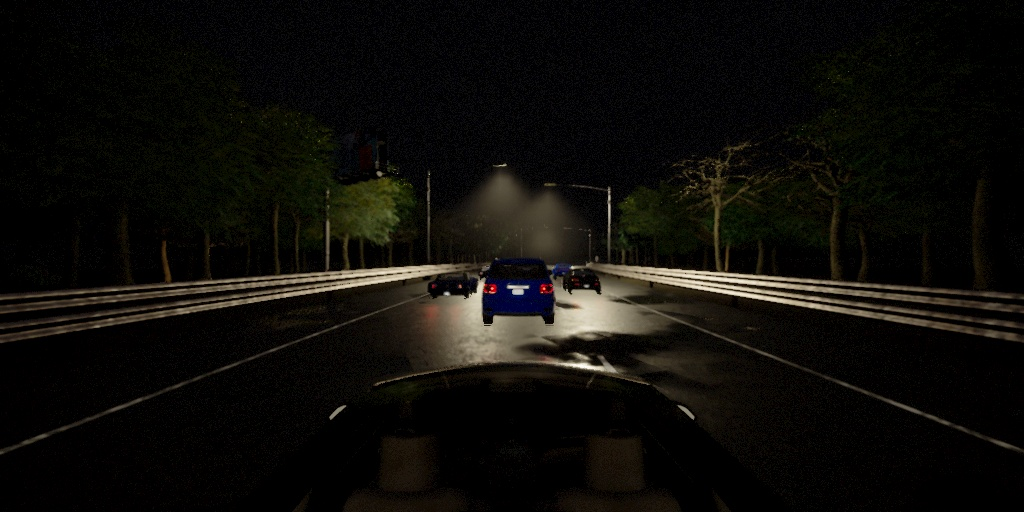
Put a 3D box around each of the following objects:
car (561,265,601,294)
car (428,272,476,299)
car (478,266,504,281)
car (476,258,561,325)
[{"bbox_3d":[4.127,1.458,21.554,1.812,1.442,4.674,0,-1,3],"label":"car"},{"bbox_3d":[-2.986,1.511,19.278,1.895,1.301,4.718,0,-1,3],"label":"car"},{"bbox_3d":[-1.997,1.659,34.916,1.895,1.301,4.718,0,-1,5],"label":"car"},{"bbox_3d":[0.235,1.072,12.381,2.150,2.045,5.566,0,0,2],"label":"car"}]
